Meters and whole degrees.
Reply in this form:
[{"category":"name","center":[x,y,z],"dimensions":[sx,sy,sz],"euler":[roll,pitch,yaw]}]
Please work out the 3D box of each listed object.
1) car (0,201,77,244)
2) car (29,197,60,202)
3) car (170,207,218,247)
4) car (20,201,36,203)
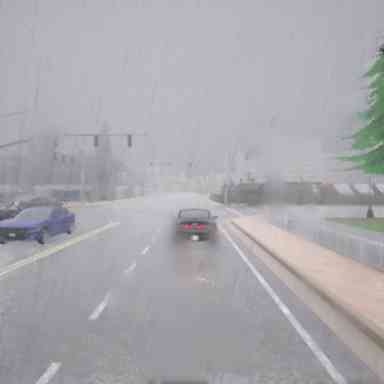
[{"category":"car","center":[-7.021,1.407,15.529],"dimensions":[1.882,1.535,5.008],"euler":[0,0,0]},{"category":"car","center":[-17.048,1.337,37.333],"dimensions":[4.892,1.490,1.837],"euler":[0,-1,2]},{"category":"car","center":[0.102,1.437,14.564],"dimensions":[1.837,1.490,4.892],"euler":[0,0,0]},{"category":"car","center":[-10.498,1.319,17.692],"dimensions":[1.895,1.301,4.718],"euler":[0,0,0]}]
